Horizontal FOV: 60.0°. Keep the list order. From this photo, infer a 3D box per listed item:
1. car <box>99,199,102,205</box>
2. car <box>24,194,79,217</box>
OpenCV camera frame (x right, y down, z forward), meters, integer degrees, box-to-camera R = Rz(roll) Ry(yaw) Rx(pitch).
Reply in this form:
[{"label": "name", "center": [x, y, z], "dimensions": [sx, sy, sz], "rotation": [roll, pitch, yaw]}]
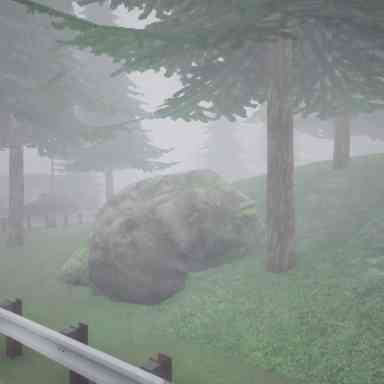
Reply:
[{"label": "car", "center": [-17.873, 1.478, 58.469], "dimensions": [5.008, 1.535, 1.882], "rotation": [0, 0, 36]}, {"label": "car", "center": [-12.271, 1.206, 28.083], "dimensions": [2.150, 2.045, 5.566], "rotation": [0, 0, 36]}]
